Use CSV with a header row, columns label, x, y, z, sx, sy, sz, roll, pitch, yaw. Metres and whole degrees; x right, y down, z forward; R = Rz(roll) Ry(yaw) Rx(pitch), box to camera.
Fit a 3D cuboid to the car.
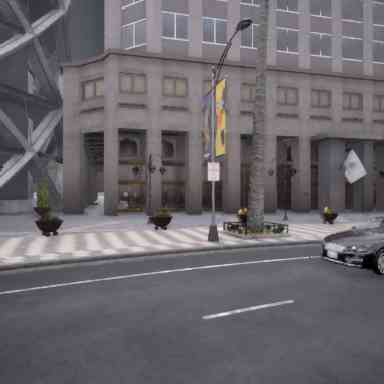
label,x,y,z,sx,sy,sz,roll,pitch,yaw
car,6.284,1.491,10.157,4.902,1.511,2.128,0,0,-18
